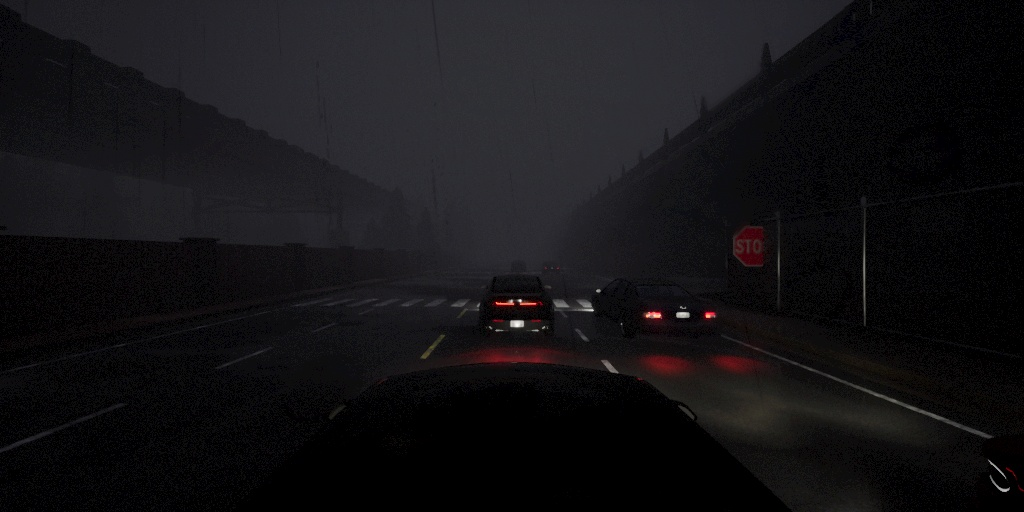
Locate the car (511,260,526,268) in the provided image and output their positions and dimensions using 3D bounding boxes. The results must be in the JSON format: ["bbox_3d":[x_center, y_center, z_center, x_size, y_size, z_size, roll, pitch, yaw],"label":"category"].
[{"bbox_3d":[0.854,1.227,45.859,1.882,1.535,5.008,0,0,1],"label":"car"}]

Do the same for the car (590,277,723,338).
[{"bbox_3d":[3.622,1.297,10.098,2.033,1.411,5.357,0,0,0],"label":"car"}]

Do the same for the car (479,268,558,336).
[{"bbox_3d":[0.119,1.255,10.350,1.837,1.490,4.892,0,0,0],"label":"car"}]

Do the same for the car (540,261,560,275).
[{"bbox_3d":[4.219,1.297,39.894,2.033,1.411,5.357,0,0,1],"label":"car"}]
